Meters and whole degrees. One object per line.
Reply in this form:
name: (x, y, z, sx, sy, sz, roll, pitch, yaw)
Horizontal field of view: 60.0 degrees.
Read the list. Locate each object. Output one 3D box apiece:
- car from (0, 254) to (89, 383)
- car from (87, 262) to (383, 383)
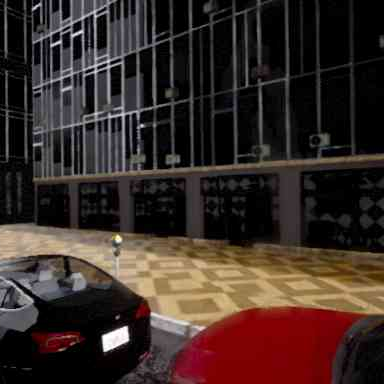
car: (-2.485, 1.551, 4.661, 4.313, 1.339, 1.947, 0, -1, 35)
car: (2.060, 1.318, 1.427, 5.009, 1.841, 2.192, 0, -1, 35)
